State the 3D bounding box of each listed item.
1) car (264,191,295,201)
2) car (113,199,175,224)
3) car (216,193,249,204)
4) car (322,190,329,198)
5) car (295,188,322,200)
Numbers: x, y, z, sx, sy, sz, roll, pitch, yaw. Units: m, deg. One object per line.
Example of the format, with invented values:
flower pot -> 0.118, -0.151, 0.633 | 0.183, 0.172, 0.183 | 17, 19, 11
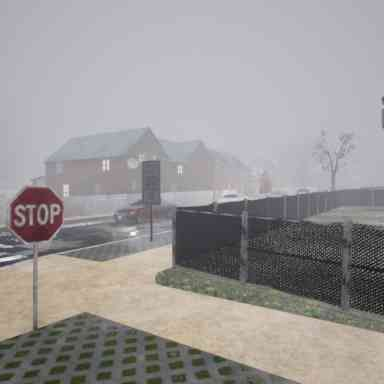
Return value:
car -> 10.687, 0.565, 41.362 | 2.033, 1.411, 5.357 | 0, 1, 34
car -> -2.842, 1.114, 20.929 | 1.812, 1.442, 4.674 | 0, 2, 33
car -> 3.829, 0.826, 31.037 | 1.812, 1.442, 4.674 | 0, 1, 33
car -> 19.830, 0.346, 50.134 | 1.895, 1.301, 4.718 | 0, 1, 33
car -> 14.406, 0.313, 41.812 | 2.097, 1.767, 4.553 | 0, 1, 34
